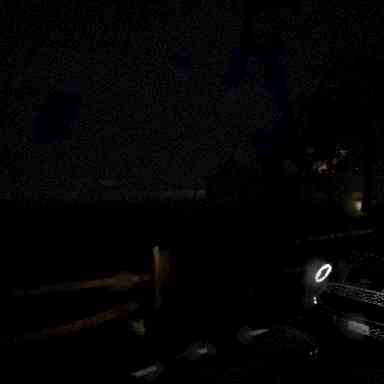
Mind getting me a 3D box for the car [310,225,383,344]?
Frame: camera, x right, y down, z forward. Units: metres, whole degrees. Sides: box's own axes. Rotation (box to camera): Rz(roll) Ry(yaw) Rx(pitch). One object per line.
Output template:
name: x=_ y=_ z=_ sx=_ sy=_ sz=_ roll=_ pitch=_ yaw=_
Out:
car: x=4.215 y=1.357 z=6.099 sx=4.553 sy=1.767 sz=2.097 roll=0 pitch=-1 yaw=-36
